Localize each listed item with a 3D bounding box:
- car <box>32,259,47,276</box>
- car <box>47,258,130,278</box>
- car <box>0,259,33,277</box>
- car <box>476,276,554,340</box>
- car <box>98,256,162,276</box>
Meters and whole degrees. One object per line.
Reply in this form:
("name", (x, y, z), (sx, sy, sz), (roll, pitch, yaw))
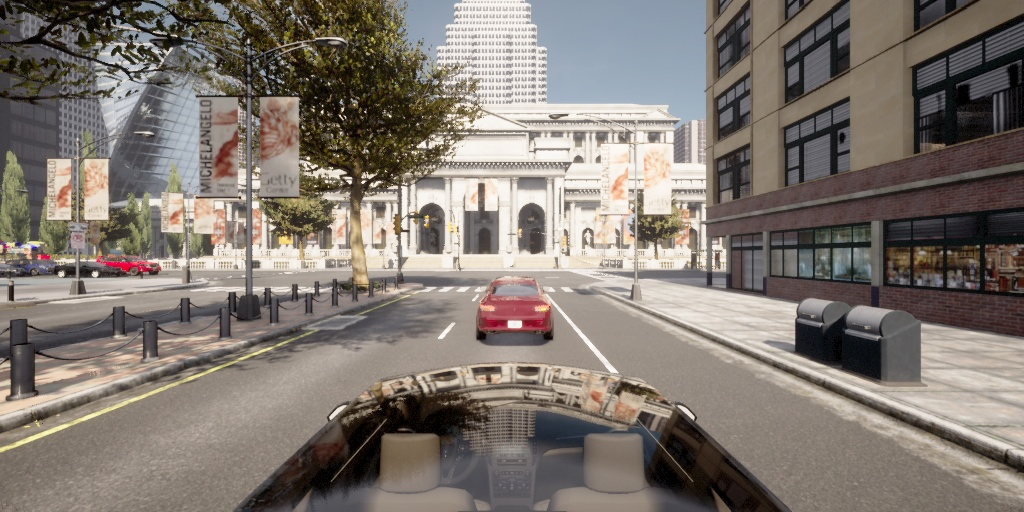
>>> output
("car", (-49.132, 1.102, 36.802), (4.553, 1.767, 2.097), (0, 0, -1))
("car", (-39.323, 1.228, 33.360), (5.008, 1.535, 1.882), (0, 0, 0))
("car", (-48.326, 1.276, 33.329), (4.674, 1.442, 1.812), (0, 0, -1))
("car", (0.078, 1.276, 9.882), (1.812, 1.442, 4.674), (0, 0, 0))
("car", (-39.513, 0.971, 36.863), (5.566, 2.045, 2.150), (0, 0, 0))
